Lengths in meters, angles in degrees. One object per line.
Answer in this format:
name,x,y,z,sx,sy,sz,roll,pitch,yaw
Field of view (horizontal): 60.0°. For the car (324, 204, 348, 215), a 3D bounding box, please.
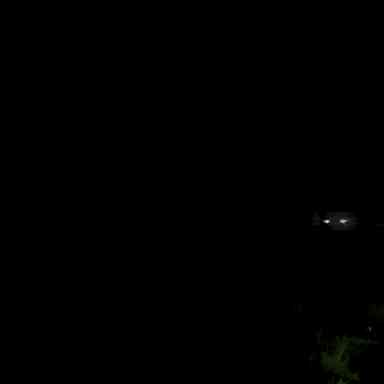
car,15.254,2.057,35.209,1.837,1.490,4.892,-4,-2,24
